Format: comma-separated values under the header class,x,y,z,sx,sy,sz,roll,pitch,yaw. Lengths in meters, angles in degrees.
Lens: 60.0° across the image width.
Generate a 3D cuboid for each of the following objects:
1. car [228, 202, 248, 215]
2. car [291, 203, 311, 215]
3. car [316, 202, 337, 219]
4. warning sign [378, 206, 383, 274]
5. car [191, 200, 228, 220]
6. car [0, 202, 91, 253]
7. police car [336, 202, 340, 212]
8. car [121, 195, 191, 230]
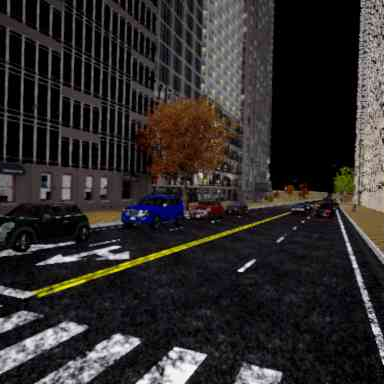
class,x,y,z,sx,sy,sz,roll,pitch,yaw
car,5.389,1.941,40.218,2.033,1.411,5.357,2,0,24
car,14.339,2.292,44.308,2.033,1.411,5.357,2,0,22
car,15.808,2.283,39.432,1.837,1.490,4.892,2,0,23
warning sign,6.207,1.402,9.585,1.300,1.860,1.060,3,1,23
car,1.431,1.556,30.938,2.097,1.767,4.553,2,0,23
car,-6.127,1.193,13.069,2.097,1.767,4.553,2,0,23
police car,26.069,2.675,61.035,1.930,1.638,5.238,2,0,23
car,-2.374,1.242,21.936,2.150,2.045,5.566,2,0,23
